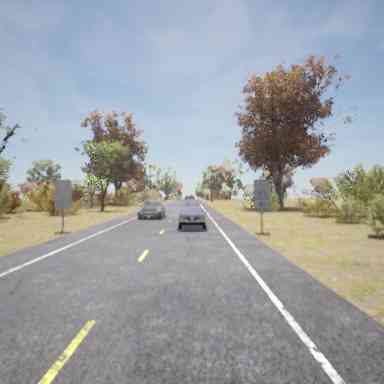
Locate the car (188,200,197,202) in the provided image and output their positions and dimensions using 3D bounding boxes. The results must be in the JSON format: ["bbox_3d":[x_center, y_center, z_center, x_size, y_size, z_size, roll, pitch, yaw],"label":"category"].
[{"bbox_3d":[0.082,1.784,43.208,1.994,1.385,4.181,0,0,0],"label":"car"}]

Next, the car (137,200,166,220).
[{"bbox_3d":[-3.549,1.486,29.750,2.097,1.767,4.553,0,0,1],"label":"car"}]

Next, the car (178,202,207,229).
[{"bbox_3d":[0.031,1.643,22.566,2.033,1.411,5.357,0,0,0],"label":"car"}]
